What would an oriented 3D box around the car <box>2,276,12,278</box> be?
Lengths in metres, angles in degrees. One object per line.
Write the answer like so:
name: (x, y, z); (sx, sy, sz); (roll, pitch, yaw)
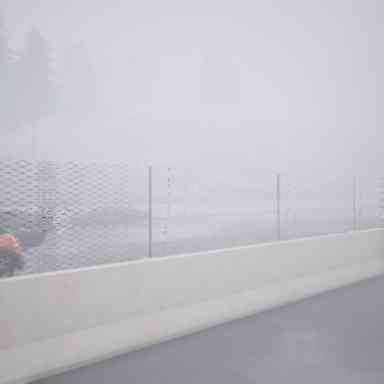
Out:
car: (-6.570, 1.355, 7.904); (4.553, 1.767, 2.097); (0, 0, -35)
